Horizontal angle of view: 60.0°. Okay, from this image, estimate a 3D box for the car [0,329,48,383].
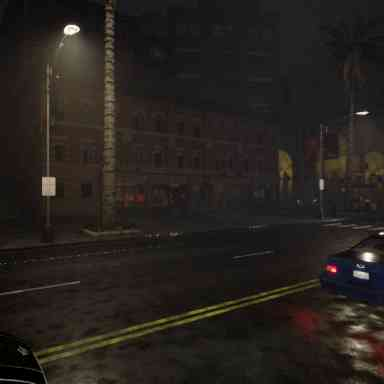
[{"bbox_3d":[-3.035,1.352,1.518,4.553,1.767,2.097,0,0,-36],"label":"car"}]

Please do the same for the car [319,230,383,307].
[{"bbox_3d":[5.104,1.547,7.481,5.357,1.411,2.033,0,0,-36],"label":"car"}]
